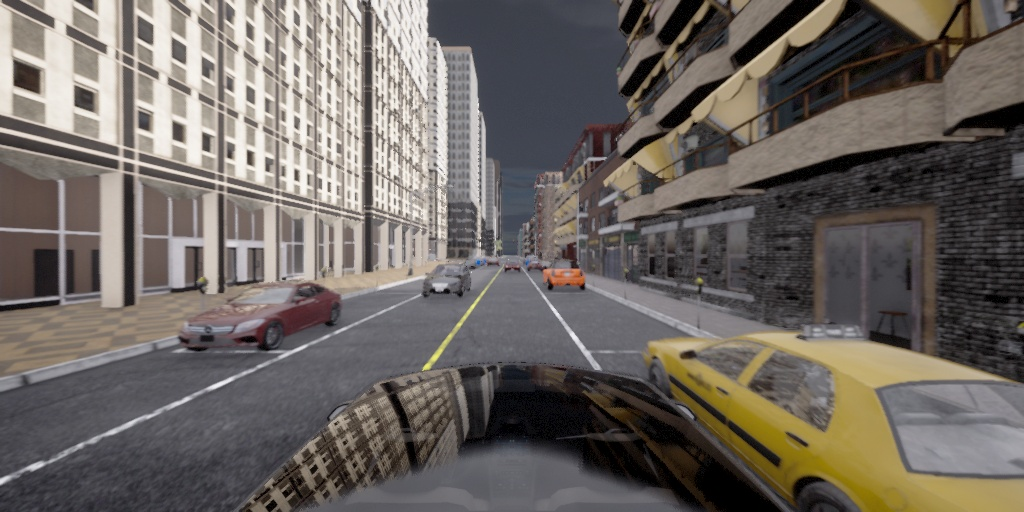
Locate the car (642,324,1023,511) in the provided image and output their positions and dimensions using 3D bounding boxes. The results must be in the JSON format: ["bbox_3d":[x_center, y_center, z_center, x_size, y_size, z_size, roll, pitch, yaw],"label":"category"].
[{"bbox_3d":[2.692,1.268,3.301,1.751,1.417,4.829,0,0,0],"label":"car"}]

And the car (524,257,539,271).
[{"bbox_3d":[2.708,1.119,42.670,1.802,1.307,4.207,0,0,0],"label":"car"}]

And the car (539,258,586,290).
[{"bbox_3d":[3.009,0.995,21.607,2.097,1.767,4.553,0,0,0],"label":"car"}]

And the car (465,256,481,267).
[{"bbox_3d":[-5.670,1.075,48.322,1.948,1.339,4.313,0,0,0],"label":"car"}]

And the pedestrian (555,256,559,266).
[{"bbox_3d":[3.011,0.923,24.412,0.375,1.860,0.375,0,0,-2],"label":"pedestrian"}]

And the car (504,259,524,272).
[{"bbox_3d":[0.060,1.147,40.894,1.895,1.301,4.718,0,0,0],"label":"car"}]

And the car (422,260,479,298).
[{"bbox_3d":[-3.092,1.155,17.762,2.128,1.511,4.902,0,0,0],"label":"car"}]

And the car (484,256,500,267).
[{"bbox_3d":[-3.029,0.938,58.444,1.882,1.535,5.008,0,0,1],"label":"car"}]

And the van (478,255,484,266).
[{"bbox_3d":[-5.669,0.823,53.971,1.690,1.789,3.998,0,0,0],"label":"van"}]

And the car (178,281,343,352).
[{"bbox_3d":[-5.686,1.293,8.783,1.802,1.307,4.207,0,0,0],"label":"car"}]
